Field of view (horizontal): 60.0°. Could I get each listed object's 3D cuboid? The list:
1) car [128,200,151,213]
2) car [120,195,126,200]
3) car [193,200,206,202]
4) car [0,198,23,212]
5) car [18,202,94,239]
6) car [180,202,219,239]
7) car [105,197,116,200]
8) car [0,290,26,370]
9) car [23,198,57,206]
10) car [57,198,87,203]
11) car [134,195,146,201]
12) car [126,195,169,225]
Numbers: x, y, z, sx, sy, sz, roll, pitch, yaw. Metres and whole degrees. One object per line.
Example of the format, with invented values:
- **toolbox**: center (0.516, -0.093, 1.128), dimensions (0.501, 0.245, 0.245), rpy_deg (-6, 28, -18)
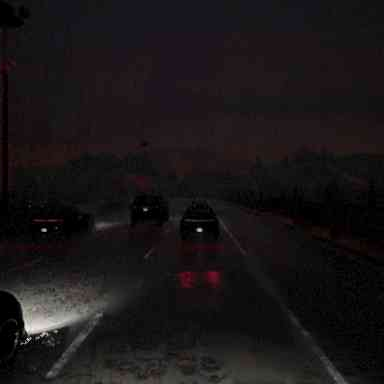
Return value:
- **car**: center (-6.105, 1.634, 39.321), dimensions (1.895, 1.301, 4.718), rpy_deg (0, 0, 1)
- **car**: center (-15.793, 1.408, 78.867), dimensions (1.812, 1.442, 4.674), rpy_deg (0, 0, 1)
- **car**: center (0.900, 1.638, 39.403), dimensions (1.895, 1.301, 4.718), rpy_deg (0, 0, 1)
- **car**: center (-20.319, 1.531, 38.432), dimensions (1.837, 1.490, 4.892), rpy_deg (0, 0, 1)
- **car**: center (-6.606, 1.505, 17.419), dimensions (2.128, 1.511, 4.902), rpy_deg (0, 0, 1)
- **car**: center (0.398, 1.508, 17.494), dimensions (2.128, 1.511, 4.902), rpy_deg (0, 0, 1)
- **car**: center (-19.292, 1.435, 78.948), dimensions (1.994, 1.385, 4.181), rpy_deg (0, 0, 1)
- **car**: center (-3.360, 1.565, 3.043), dimensions (1.994, 1.385, 4.181), rpy_deg (0, 0, 0)
- **car**: center (-16.826, 1.505, 38.154), dimensions (1.882, 1.535, 5.008), rpy_deg (0, 0, 1)
- **car**: center (-13.321, 1.535, 38.359), dimensions (1.837, 1.490, 4.892), rpy_deg (0, 0, 1)
- **car**: center (-12.294, 1.425, 78.786), dimensions (2.033, 1.411, 5.357), rpy_deg (0, 0, 1)
- **car**: center (-2.953, 1.243, 24.259), dimensions (2.150, 2.045, 5.566), rpy_deg (0, 0, 1)
